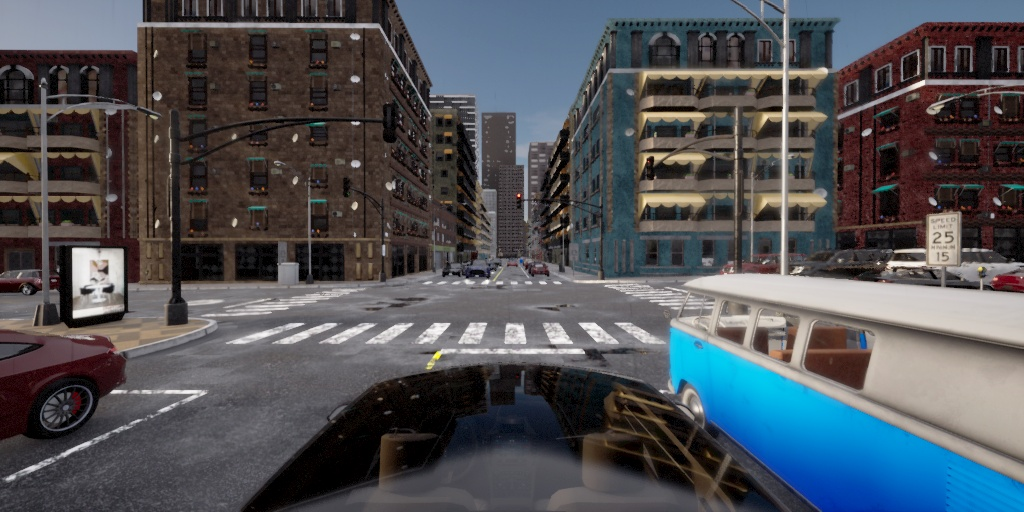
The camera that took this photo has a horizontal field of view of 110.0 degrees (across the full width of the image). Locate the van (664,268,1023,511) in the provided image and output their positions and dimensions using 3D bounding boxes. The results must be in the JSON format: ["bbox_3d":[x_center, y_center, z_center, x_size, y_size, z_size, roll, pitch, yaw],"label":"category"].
[{"bbox_3d":[2.690,1.090,2.779,1.690,1.789,3.998,0,0,0],"label":"van"}]

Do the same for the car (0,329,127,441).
[{"bbox_3d":[-5.691,1.332,2.789,1.802,1.307,4.207,0,0,0],"label":"car"}]

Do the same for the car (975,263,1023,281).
[{"bbox_3d":[21.378,1.032,13.971,4.207,1.307,1.802,0,0,0],"label":"car"}]

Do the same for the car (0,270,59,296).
[{"bbox_3d":[-30.238,1.573,22.169,4.097,1.591,1.967,0,0,0],"label":"car"}]

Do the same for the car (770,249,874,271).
[{"bbox_3d":[17.922,0.676,19.735,5.566,2.045,2.150,-1,0,0],"label":"car"}]

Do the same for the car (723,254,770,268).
[{"bbox_3d":[15.796,0.780,22.317,5.009,1.841,2.192,0,0,0],"label":"car"}]

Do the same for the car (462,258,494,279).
[{"bbox_3d":[-3.005,1.103,32.437,2.097,1.767,4.553,0,0,-1],"label":"car"}]

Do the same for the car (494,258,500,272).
[{"bbox_3d":[-3.038,1.319,46.746,1.994,1.385,4.181,0,0,1],"label":"car"}]

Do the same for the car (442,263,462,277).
[{"bbox_3d":[-5.654,1.317,35.194,1.948,1.339,4.313,0,0,0],"label":"car"}]

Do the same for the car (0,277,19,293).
[{"bbox_3d":[-22.380,1.637,13.577,4.403,1.370,2.007,0,0,0],"label":"car"}]

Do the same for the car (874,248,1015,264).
[{"bbox_3d":[20.736,0.660,16.593,5.566,2.045,2.150,-1,0,0],"label":"car"}]

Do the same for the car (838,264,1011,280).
[{"bbox_3d":[15.808,1.097,13.937,4.313,1.339,1.948,0,0,0],"label":"car"}]

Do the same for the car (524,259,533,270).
[{"bbox_3d":[2.734,1.319,40.696,1.948,1.339,4.313,0,0,0],"label":"car"}]

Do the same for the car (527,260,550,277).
[{"bbox_3d":[2.727,1.333,35.173,1.802,1.307,4.207,0,0,0],"label":"car"}]

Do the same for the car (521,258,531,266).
[{"bbox_3d":[2.746,1.303,51.743,1.888,1.381,4.507,0,0,0],"label":"car"}]
